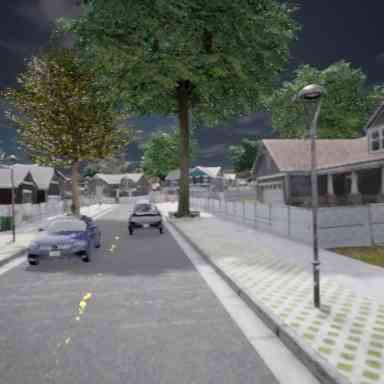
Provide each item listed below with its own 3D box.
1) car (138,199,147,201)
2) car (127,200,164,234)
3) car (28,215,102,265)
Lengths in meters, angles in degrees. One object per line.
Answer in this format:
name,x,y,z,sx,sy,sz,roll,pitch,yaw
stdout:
car,-5.505,1.556,37.743,1.812,1.442,4.674,-1,0,-9
car,-2.686,1.498,19.291,2.128,1.511,4.902,-1,0,-8
car,-4.456,1.595,12.247,1.812,1.442,4.674,-1,0,-9
